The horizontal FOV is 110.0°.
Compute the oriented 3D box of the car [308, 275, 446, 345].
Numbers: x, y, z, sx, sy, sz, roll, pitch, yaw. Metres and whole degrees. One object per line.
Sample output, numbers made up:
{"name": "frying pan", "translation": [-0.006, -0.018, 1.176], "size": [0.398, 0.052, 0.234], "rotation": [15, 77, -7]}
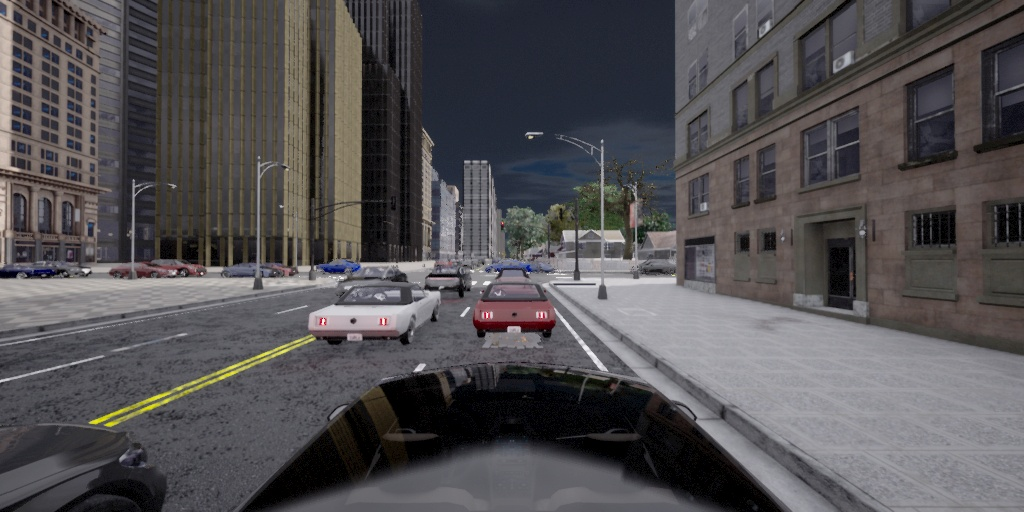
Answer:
{"name": "car", "translation": [-3.181, 1.350, 9.461], "size": [1.895, 1.301, 4.718], "rotation": [0, 0, 0]}

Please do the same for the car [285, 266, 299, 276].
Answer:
{"name": "car", "translation": [-22.832, 1.295, 34.224], "size": [4.181, 1.385, 1.994], "rotation": [0, -1, -3]}

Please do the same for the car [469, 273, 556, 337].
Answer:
{"name": "car", "translation": [0.052, 1.348, 10.183], "size": [1.895, 1.301, 4.718], "rotation": [0, 0, 0]}

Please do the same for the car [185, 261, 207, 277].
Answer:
{"name": "car", "translation": [-31.516, 1.083, 33.682], "size": [4.553, 1.767, 2.097], "rotation": [0, -1, -5]}

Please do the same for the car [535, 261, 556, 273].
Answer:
{"name": "car", "translation": [2.608, 1.349, 43.082], "size": [5.357, 1.411, 2.033], "rotation": [0, 1, 29]}

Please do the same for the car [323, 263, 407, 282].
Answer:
{"name": "car", "translation": [-6.453, 1.239, 17.038], "size": [2.128, 1.511, 4.902], "rotation": [0, 0, 2]}

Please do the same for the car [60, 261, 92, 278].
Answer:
{"name": "car", "translation": [-41.629, 1.220, 32.781], "size": [4.902, 1.511, 2.128], "rotation": [0, -1, -6]}

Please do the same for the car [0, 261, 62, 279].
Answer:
{"name": "car", "translation": [-41.109, 1.298, 29.578], "size": [4.718, 1.301, 1.895], "rotation": [0, -1, -6]}

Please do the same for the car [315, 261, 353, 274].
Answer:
{"name": "car", "translation": [-19.889, 1.275, 41.073], "size": [5.008, 1.535, 1.882], "rotation": [0, -1, -2]}

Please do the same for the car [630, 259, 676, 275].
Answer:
{"name": "car", "translation": [15.097, 1.288, 37.983], "size": [4.674, 1.442, 1.812], "rotation": [0, -1, 0]}

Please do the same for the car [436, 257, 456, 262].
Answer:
{"name": "car", "translation": [-10.020, 1.091, 52.619], "size": [2.097, 1.767, 4.553], "rotation": [0, 0, 0]}

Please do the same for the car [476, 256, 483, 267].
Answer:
{"name": "car", "translation": [-6.779, 1.241, 64.586], "size": [1.837, 1.490, 4.892], "rotation": [0, 0, 0]}

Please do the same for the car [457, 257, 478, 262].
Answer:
{"name": "car", "translation": [-6.771, 1.243, 54.447], "size": [1.837, 1.490, 4.892], "rotation": [0, 0, 0]}

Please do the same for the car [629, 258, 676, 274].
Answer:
{"name": "car", "translation": [16.047, 1.147, 41.232], "size": [4.553, 1.767, 2.097], "rotation": [0, -1, 0]}

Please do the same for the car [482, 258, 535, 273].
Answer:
{"name": "car", "translation": [-0.377, 1.238, 38.066], "size": [5.008, 1.535, 1.882], "rotation": [0, -1, 1]}

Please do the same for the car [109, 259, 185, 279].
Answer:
{"name": "car", "translation": [-31.215, 1.225, 30.448], "size": [4.674, 1.442, 1.812], "rotation": [0, -1, -4]}

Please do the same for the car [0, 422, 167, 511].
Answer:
{"name": "car", "translation": [-3.141, 1.276, 0.319], "size": [1.812, 1.442, 4.674], "rotation": [0, 0, 0]}

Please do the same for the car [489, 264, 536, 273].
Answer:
{"name": "car", "translation": [0.038, 1.311, 18.940], "size": [1.994, 1.385, 4.181], "rotation": [0, 0, 0]}

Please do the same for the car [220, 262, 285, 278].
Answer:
{"name": "car", "translation": [-22.543, 1.263, 30.983], "size": [4.181, 1.385, 1.994], "rotation": [0, -1, -3]}

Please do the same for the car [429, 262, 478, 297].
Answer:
{"name": "car", "translation": [-3.209, 1.239, 18.715], "size": [2.128, 1.511, 4.902], "rotation": [0, 0, 0]}
